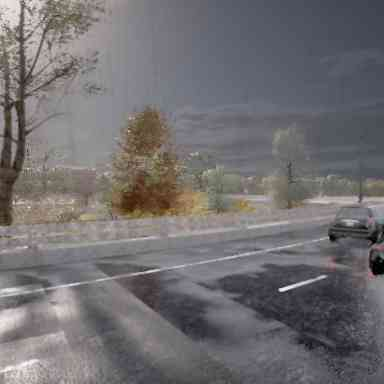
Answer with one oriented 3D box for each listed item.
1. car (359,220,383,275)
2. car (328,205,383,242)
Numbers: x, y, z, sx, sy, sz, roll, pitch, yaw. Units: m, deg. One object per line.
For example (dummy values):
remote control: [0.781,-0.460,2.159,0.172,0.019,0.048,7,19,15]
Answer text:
car: [6.754,1.587,9.499,4.181,1.385,1.994,0,0,-41]
car: [8.331,1.396,15.758,4.553,1.767,2.097,0,0,-44]
